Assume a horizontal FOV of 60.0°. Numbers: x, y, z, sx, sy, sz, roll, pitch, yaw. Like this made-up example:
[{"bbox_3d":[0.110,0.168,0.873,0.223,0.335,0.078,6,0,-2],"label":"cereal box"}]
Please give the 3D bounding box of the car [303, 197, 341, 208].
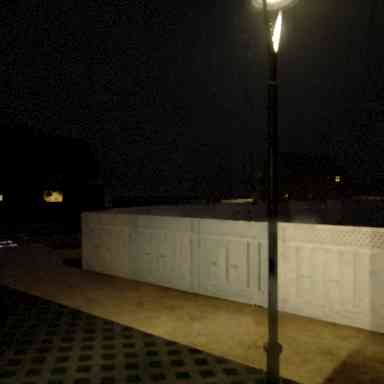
[{"bbox_3d":[12.017,1.369,31.422,4.553,1.767,2.097,0,-1,-32],"label":"car"}]
